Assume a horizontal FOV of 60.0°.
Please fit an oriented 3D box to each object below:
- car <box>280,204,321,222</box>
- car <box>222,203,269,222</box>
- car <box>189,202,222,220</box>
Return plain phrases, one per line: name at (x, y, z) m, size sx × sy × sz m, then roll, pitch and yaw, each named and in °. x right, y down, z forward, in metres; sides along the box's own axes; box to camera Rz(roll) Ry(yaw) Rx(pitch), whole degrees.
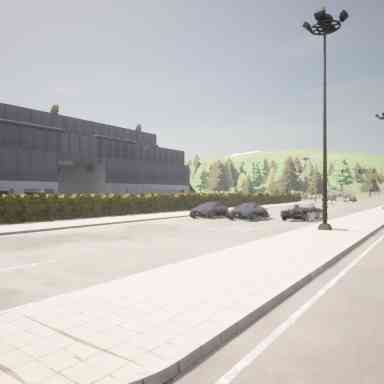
car at (8.603, 1.601, 26.217) m, size 1.895 × 1.301 × 4.718 m, roll 0°, pitch 0°, yaw 36°
car at (4.525, 1.564, 26.546) m, size 1.994 × 1.385 × 4.181 m, roll 0°, pitch 0°, yaw 36°
car at (1.574, 1.564, 28.436) m, size 1.994 × 1.385 × 4.181 m, roll 0°, pitch 0°, yaw 36°
